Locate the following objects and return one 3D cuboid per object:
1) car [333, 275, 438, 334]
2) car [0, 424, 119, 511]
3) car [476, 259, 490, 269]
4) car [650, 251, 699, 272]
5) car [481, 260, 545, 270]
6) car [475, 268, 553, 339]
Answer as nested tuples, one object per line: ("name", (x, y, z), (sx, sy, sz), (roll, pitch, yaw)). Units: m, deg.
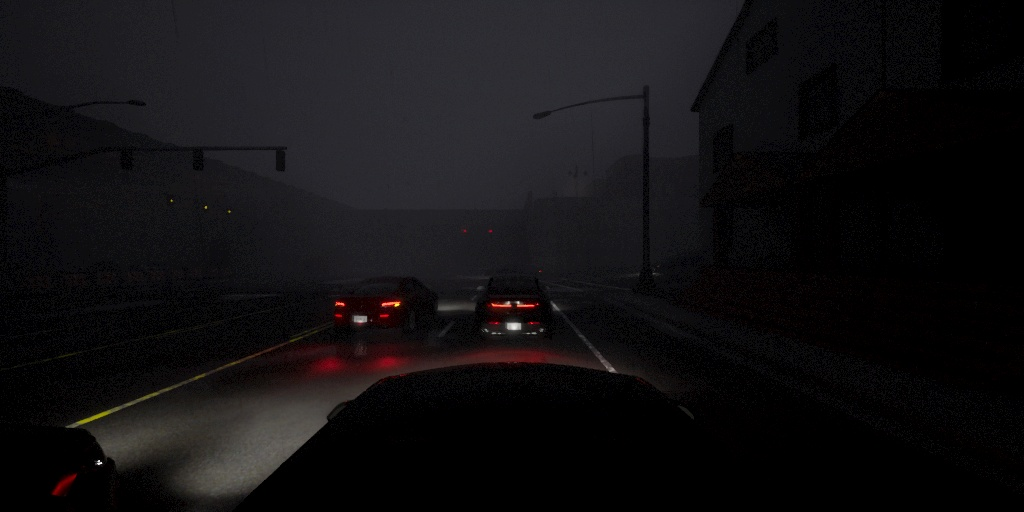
("car", (-3.453, 1.276, 10.483), (1.812, 1.442, 4.674), (0, 0, 0))
("car", (-3.401, 1.255, 0.201), (1.837, 1.490, 4.892), (0, 0, 0))
("car", (-4.551, 1.314, 56.082), (1.994, 1.385, 4.181), (0, 0, -2))
("car", (14.639, 0.388, 30.476), (5.357, 1.411, 2.033), (-8, 0, -1))
("car", (0.344, 1.306, 31.587), (5.357, 1.411, 2.033), (0, 0, 22))
("car", (0.043, 1.255, 10.068), (1.837, 1.490, 4.892), (0, 0, 0))
